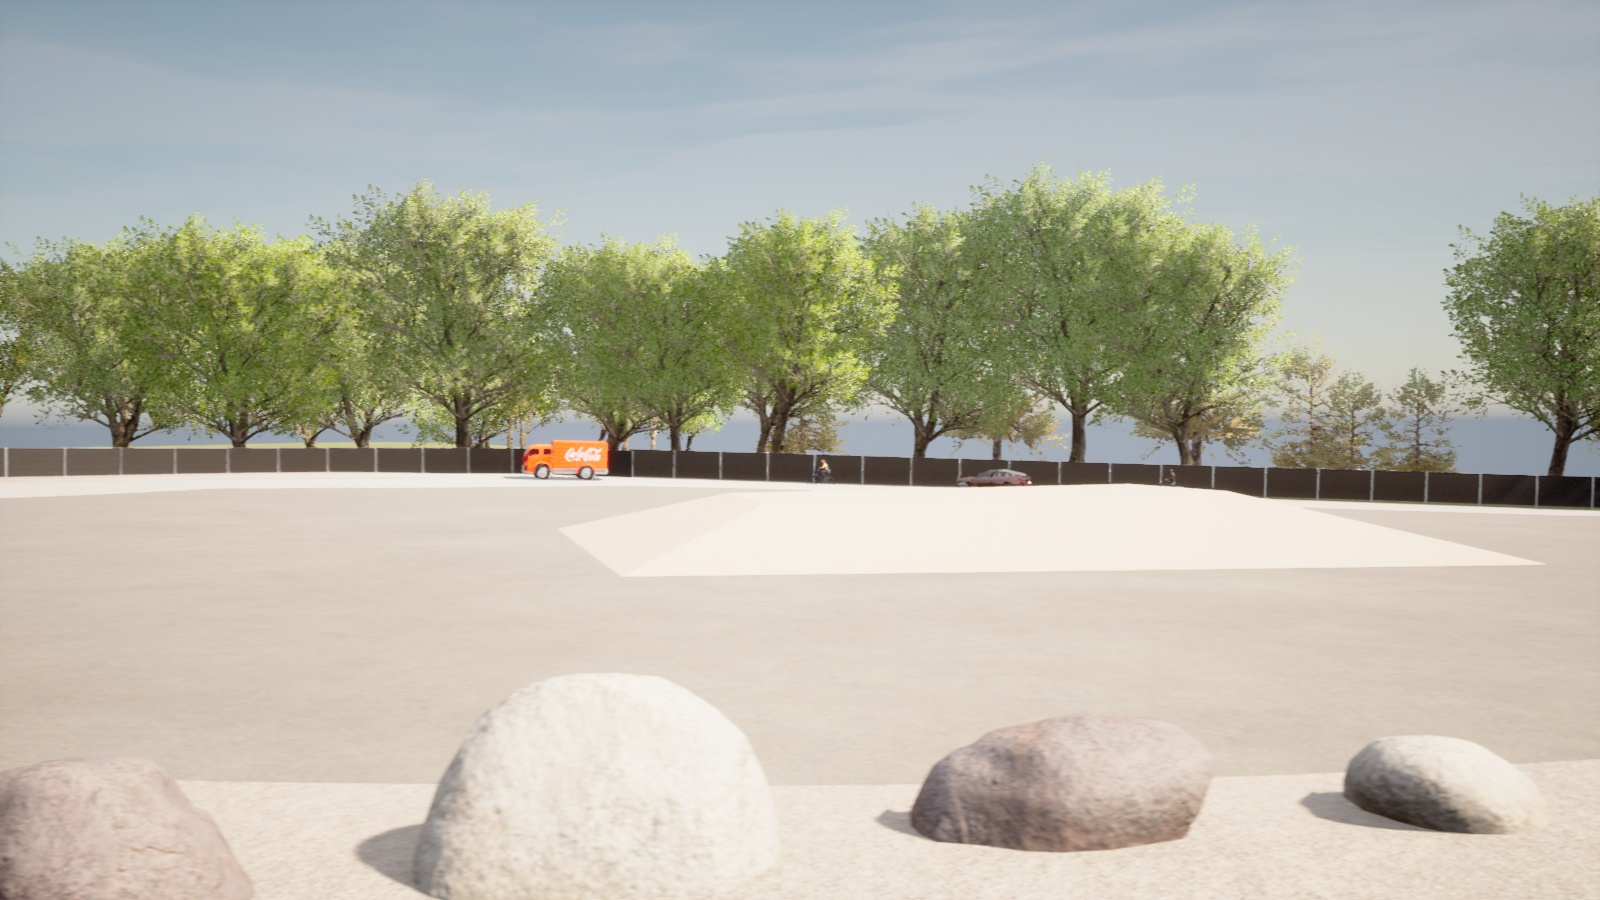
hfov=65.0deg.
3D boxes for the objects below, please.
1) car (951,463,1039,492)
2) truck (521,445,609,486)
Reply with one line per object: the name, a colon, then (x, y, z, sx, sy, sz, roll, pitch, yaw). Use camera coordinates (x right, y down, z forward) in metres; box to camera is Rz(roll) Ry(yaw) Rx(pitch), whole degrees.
car: (11.729, 1.626, 75.667, 4.792, 1.488, 2.163, 1, 2, 34)
truck: (-14.834, 0.942, 79.262, 5.204, 2.467, 2.627, 0, 2, -16)
